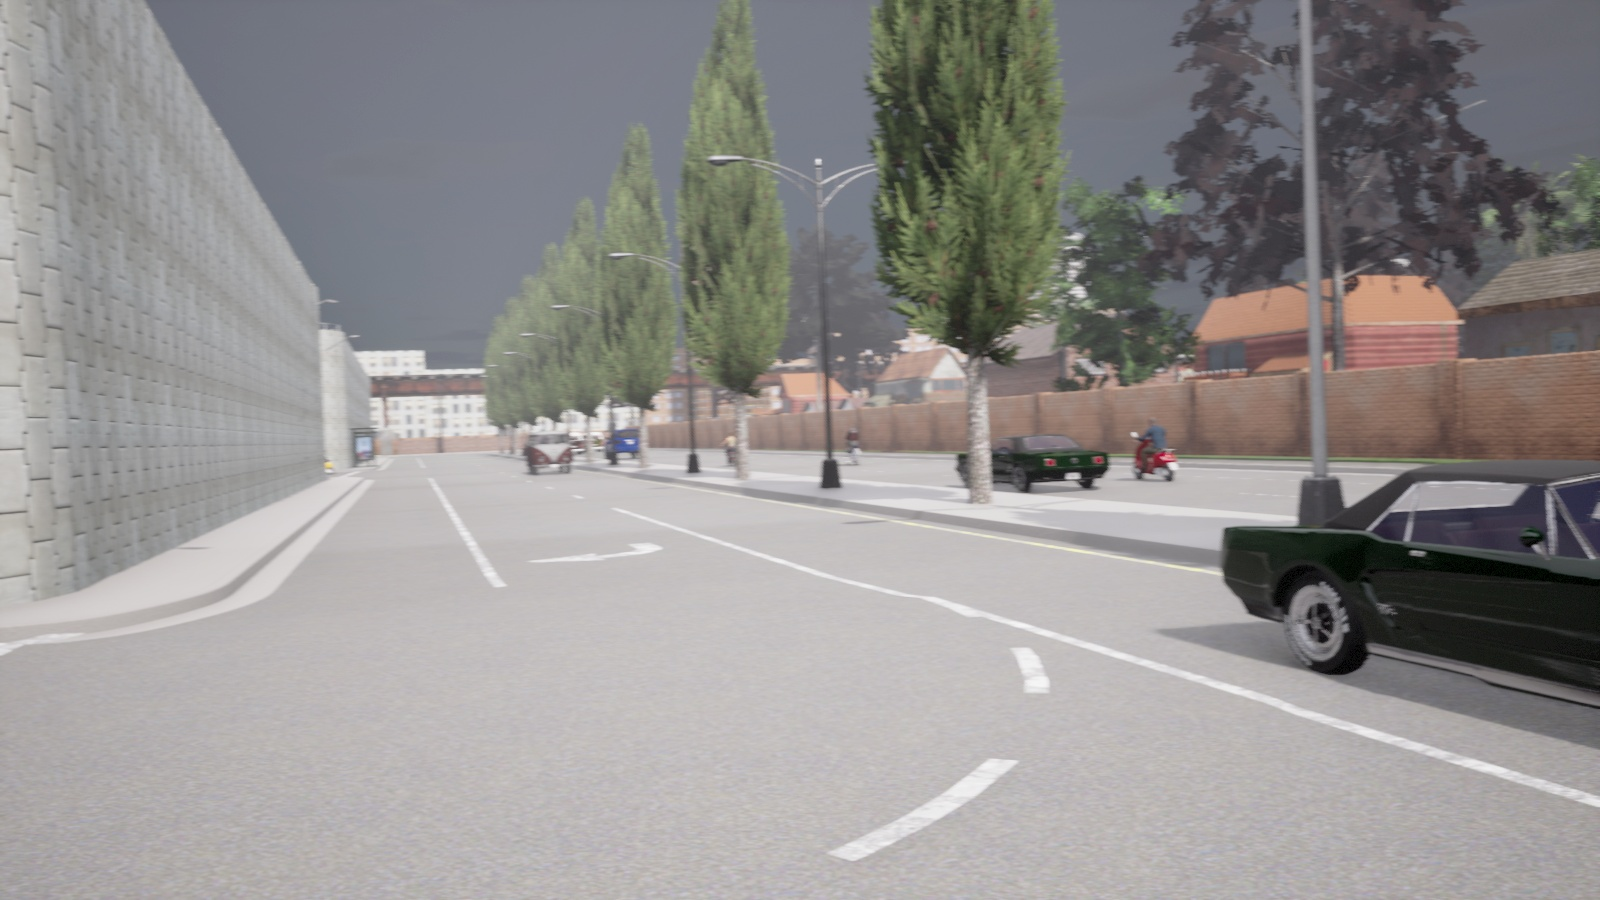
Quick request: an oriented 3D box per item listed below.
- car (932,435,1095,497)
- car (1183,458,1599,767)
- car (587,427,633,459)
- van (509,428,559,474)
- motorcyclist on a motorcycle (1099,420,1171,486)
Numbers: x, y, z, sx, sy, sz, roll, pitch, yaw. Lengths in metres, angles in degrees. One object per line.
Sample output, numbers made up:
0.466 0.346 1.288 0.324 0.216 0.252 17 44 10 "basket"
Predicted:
5.030 0.331 30.356 1.895 1.301 4.718 -2 1 -18 "car"
4.278 0.756 6.721 1.895 1.301 4.718 -1 1 -18 "car"
-13.124 -0.483 86.458 2.150 2.045 5.566 -2 1 -18 "car"
-12.310 0.038 57.957 1.775 1.987 4.442 -2 1 -18 "van"
8.358 0.059 31.417 0.866 1.590 1.817 -2 1 -18 "motorcyclist on a motorcycle"
